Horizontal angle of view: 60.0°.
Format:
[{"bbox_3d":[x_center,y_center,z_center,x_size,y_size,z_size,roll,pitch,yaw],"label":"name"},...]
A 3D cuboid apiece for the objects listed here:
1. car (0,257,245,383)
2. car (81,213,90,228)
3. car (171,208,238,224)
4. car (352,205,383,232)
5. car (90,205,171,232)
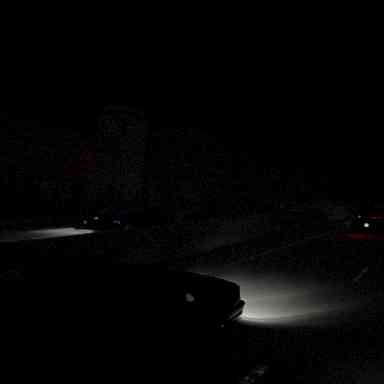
[{"bbox_3d":[-1.383,1.560,4.015,2.033,1.411,5.357,0,0,37],"label":"car"},{"bbox_3d":[-5.182,1.596,22.393,1.812,1.442,4.674,0,0,37],"label":"car"},{"bbox_3d":[1.074,1.627,19.047,1.994,1.385,4.181,0,0,37],"label":"car"},{"bbox_3d":[11.182,1.578,20.396,1.837,1.490,4.892,0,0,37],"label":"car"},{"bbox_3d":[-3.107,1.539,19.348,1.882,1.535,5.008,0,0,37],"label":"car"}]
